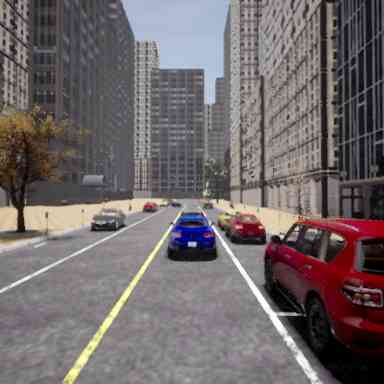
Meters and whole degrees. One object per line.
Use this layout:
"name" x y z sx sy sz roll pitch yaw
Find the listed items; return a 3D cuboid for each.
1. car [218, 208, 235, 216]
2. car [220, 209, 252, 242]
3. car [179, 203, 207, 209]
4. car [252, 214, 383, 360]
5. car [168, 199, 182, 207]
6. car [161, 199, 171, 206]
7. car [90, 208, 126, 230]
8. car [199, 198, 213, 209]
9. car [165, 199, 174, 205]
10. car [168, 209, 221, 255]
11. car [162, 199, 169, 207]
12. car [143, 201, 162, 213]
"car" 2.706 1.781 23.139 1.752 1.417 4.829 1 -1 0
"car" 2.704 1.774 17.327 1.802 1.307 4.206 1 -1 0
"car" 0.025 1.912 28.242 1.895 1.301 4.718 0 -1 0
"car" 2.703 1.384 6.048 2.192 1.841 5.009 1 -1 0
"car" -2.998 2.297 64.575 1.895 1.301 4.718 0 -1 1
"car" -5.657 2.338 73.735 1.887 1.381 4.507 1 -1 0
"car" -5.675 1.804 22.953 2.008 1.369 4.403 1 -1 0
"car" 2.718 2.166 56.815 2.008 1.369 4.403 1 -1 0
"car" -5.654 2.477 85.019 1.947 1.339 4.313 1 -1 0
"car" 0.025 1.680 13.893 1.812 1.442 4.674 0 0 0
"car" -5.659 2.257 67.923 1.752 1.417 4.829 1 -1 0
"car" -5.667 2.040 45.522 1.887 1.381 4.507 1 -1 0
